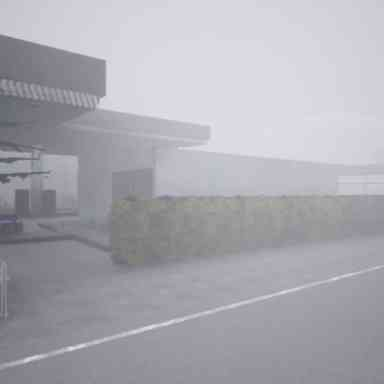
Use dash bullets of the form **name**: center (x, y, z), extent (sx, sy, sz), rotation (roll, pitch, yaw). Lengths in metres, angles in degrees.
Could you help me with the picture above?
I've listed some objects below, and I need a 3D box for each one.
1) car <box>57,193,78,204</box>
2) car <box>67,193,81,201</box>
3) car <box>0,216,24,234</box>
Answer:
- **car**: center (-22.061, 1.331, 59.451), extent (2.007, 1.523, 4.514), rotation (0, 0, -36)
- **car**: center (-27.810, 1.142, 78.165), extent (1.932, 1.855, 4.605), rotation (0, 0, -36)
- **car**: center (-10.972, 1.481, 16.599), extent (4.611, 1.667, 2.242), rotation (0, 0, -36)
